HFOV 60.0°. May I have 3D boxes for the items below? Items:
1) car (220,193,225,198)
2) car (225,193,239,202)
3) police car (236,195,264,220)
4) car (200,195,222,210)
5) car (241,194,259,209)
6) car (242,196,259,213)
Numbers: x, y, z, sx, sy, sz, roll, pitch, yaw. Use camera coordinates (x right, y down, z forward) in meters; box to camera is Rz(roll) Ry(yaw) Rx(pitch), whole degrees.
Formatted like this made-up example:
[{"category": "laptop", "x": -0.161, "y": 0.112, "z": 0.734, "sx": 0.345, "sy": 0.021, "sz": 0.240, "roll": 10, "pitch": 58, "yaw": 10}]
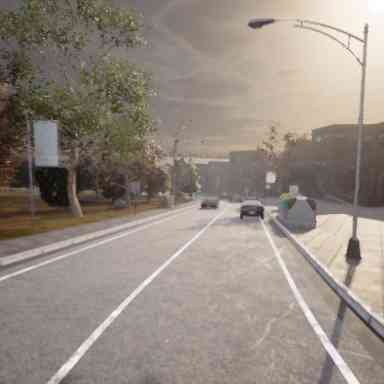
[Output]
[{"category": "car", "x": 7.540, "y": 0.970, "z": 79.156, "sx": 1.837, "sy": 1.490, "sz": 4.892, "roll": 0, "pitch": 0, "yaw": -7}, {"category": "car", "x": 8.172, "y": 1.182, "z": 63.932, "sx": 2.128, "sy": 1.511, "sz": 4.902, "roll": 0, "pitch": 0, "yaw": -1}, {"category": "police car", "x": 4.965, "y": 1.346, "z": 27.739, "sx": 1.930, "sy": 1.638, "sz": 5.238, "roll": 1, "pitch": 0, "yaw": 9}, {"category": "car", "x": 2.161, "y": 1.370, "z": 39.482, "sx": 1.895, "sy": 1.301, "sz": 4.718, "roll": 1, "pitch": 0, "yaw": 9}, {"category": "car", "x": 7.541, "y": 1.203, "z": 43.489, "sx": 2.097, "sy": 1.767, "sz": 4.553, "roll": 1, "pitch": 1, "yaw": 9}, {"category": "car", "x": 6.602, "y": 1.334, "z": 37.732, "sx": 1.801, "sy": 1.575, "sz": 5.366, "roll": 1, "pitch": 0, "yaw": 9}]
